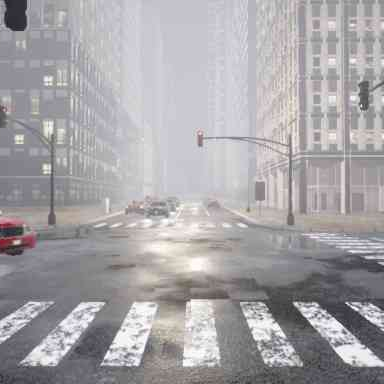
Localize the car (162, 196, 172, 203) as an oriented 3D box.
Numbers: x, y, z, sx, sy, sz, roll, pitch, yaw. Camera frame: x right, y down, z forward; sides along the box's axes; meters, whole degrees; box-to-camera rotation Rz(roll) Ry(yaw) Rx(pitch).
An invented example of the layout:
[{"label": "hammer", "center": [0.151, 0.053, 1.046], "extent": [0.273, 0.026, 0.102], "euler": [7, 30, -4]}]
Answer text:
[{"label": "car", "center": [-5.390, 1.573, 72.823], "extent": [1.887, 1.381, 4.507], "euler": [1, 0, 0]}]

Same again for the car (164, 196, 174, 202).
[{"label": "car", "center": [-5.368, 1.581, 78.398], "extent": [2.008, 1.369, 4.403], "euler": [1, 0, 0]}]

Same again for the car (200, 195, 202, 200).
[{"label": "car", "center": [2.946, 1.590, 61.709], "extent": [1.947, 1.339, 4.313], "euler": [1, 0, 0]}]

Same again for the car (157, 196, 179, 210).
[{"label": "car", "center": [-2.942, 1.520, 39.784], "extent": [1.837, 1.490, 4.892], "euler": [0, 0, 0]}]

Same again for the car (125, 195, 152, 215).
[{"label": "car", "center": [-5.541, 1.453, 33.797], "extent": [1.967, 1.590, 4.097], "euler": [1, 0, 0]}]

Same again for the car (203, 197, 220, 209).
[{"label": "car", "center": [2.880, 1.599, 44.976], "extent": [1.802, 1.307, 4.206], "euler": [1, 0, 0]}]

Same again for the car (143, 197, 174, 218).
[{"label": "car", "center": [-2.980, 1.516, 30.335], "extent": [1.837, 1.490, 4.892], "euler": [0, 0, 0]}]

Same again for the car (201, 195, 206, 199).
[{"label": "car", "center": [2.926, 1.547, 56.302], "extent": [1.752, 1.417, 4.829], "euler": [1, 0, 0]}]

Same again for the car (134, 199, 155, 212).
[{"label": "car", "center": [-5.522, 1.597, 39.372], "extent": [1.802, 1.307, 4.206], "euler": [1, 0, 0]}]

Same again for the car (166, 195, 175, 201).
[{"label": "car", "center": [-5.346, 1.578, 83.973], "extent": [1.887, 1.381, 4.507], "euler": [1, 0, 0]}]

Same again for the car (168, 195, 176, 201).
[{"label": "car", "center": [-5.324, 1.586, 89.548], "extent": [2.008, 1.369, 4.403], "euler": [1, 0, 0]}]

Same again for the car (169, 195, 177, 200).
[{"label": "car", "center": [-5.303, 1.604, 95.123], "extent": [1.947, 1.339, 4.313], "euler": [1, 0, 0]}]

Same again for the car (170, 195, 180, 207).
[{"label": "car", "center": [-2.897, 1.371, 49.858], "extent": [2.097, 1.767, 4.553], "euler": [0, 0, 0]}]

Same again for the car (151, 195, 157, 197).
[{"label": "car", "center": [-5.495, 1.332, 44.948], "extent": [2.192, 1.841, 5.009], "euler": [1, 0, 0]}]

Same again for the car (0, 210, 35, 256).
[{"label": "car", "center": [-8.147, 1.206, 11.360], "extent": [5.566, 2.045, 2.150], "euler": [1, 0, 18]}]
